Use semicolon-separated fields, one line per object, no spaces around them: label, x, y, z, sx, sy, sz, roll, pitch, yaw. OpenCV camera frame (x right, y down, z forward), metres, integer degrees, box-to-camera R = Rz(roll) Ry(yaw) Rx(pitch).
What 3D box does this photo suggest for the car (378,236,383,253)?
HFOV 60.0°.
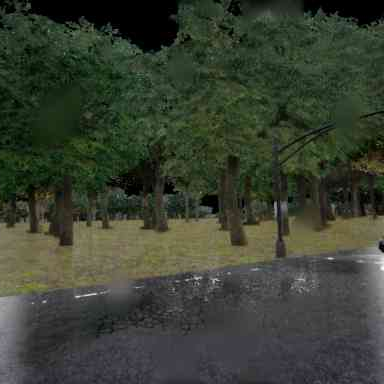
car;11.348;2.355;16.887;4.181;1.385;1.994;1;-6;-32
